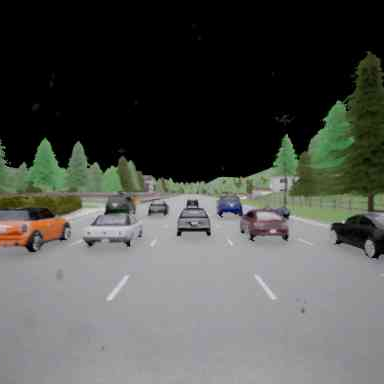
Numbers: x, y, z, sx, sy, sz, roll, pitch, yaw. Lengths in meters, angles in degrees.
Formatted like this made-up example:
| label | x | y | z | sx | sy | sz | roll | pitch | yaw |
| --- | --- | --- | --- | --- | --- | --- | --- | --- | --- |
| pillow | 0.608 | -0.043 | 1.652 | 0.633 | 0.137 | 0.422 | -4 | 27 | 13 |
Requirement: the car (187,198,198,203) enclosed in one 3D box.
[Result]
| label | x | y | z | sx | sy | sz | roll | pitch | yaw |
| --- | --- | --- | --- | --- | --- | --- | --- | --- | --- |
| car | 0.108 | 1.677 | 55.185 | 1.882 | 1.535 | 5.008 | 0 | 0 | 0 |

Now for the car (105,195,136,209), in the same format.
| label | x | y | z | sx | sy | sz | roll | pitch | yaw |
| --- | --- | --- | --- | --- | --- | --- | --- | --- | --- |
| car | -6.897 | 1.341 | 32.542 | 2.150 | 2.045 | 5.566 | 0 | 0 | 0 |

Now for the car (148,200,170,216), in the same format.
| label | x | y | z | sx | sy | sz | roll | pitch | yaw |
| --- | --- | --- | --- | --- | --- | --- | --- | --- | --- |
| car | -3.397 | 1.618 | 34.503 | 2.128 | 1.511 | 4.902 | 0 | 0 | 0 |

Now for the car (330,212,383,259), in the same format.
| label | x | y | z | sx | sy | sz | roll | pitch | yaw |
| --- | --- | --- | --- | --- | --- | --- | --- | --- | --- |
| car | 7.068 | 1.525 | 12.884 | 1.882 | 1.535 | 5.008 | 0 | 0 | 0 |

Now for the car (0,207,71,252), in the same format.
| label | x | y | z | sx | sy | sz | roll | pitch | yaw |
| --- | --- | --- | --- | --- | --- | --- | --- | --- | --- |
| car | -6.897 | 1.403 | 14.218 | 2.097 | 1.767 | 4.553 | 0 | 0 | 0 |

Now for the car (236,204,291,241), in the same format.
| label | x | y | z | sx | sy | sz | roll | pitch | yaw |
| --- | --- | --- | --- | --- | --- | --- | --- | --- | --- |
| car | 3.608 | 1.588 | 17.081 | 1.812 | 1.442 | 4.674 | 0 | 0 | 0 |

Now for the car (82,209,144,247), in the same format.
| label | x | y | z | sx | sy | sz | roll | pitch | yaw |
| --- | --- | --- | --- | --- | --- | --- | --- | --- | --- |
| car | -3.421 | 1.657 | 15.348 | 1.895 | 1.301 | 4.718 | 0 | 0 | 0 |

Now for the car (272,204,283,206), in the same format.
| label | x | y | z | sx | sy | sz | roll | pitch | yaw |
| --- | --- | --- | --- | --- | --- | --- | --- | --- | --- |
| car | 7.098 | 1.707 | 29.269 | 1.895 | 1.301 | 4.718 | 0 | 0 | 0 |

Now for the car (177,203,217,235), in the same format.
| label | x | y | z | sx | sy | sz | roll | pitch | yaw |
| --- | --- | --- | --- | --- | --- | --- | --- | --- | --- |
| car | 0.102 | 1.617 | 19.199 | 2.033 | 1.411 | 5.357 | 0 | 0 | 0 |

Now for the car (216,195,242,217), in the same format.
| label | x | y | z | sx | sy | sz | roll | pitch | yaw |
| --- | --- | --- | --- | --- | --- | --- | --- | --- | --- |
| car | 3.603 | 1.342 | 32.886 | 2.150 | 2.045 | 5.566 | 0 | 0 | 0 |
